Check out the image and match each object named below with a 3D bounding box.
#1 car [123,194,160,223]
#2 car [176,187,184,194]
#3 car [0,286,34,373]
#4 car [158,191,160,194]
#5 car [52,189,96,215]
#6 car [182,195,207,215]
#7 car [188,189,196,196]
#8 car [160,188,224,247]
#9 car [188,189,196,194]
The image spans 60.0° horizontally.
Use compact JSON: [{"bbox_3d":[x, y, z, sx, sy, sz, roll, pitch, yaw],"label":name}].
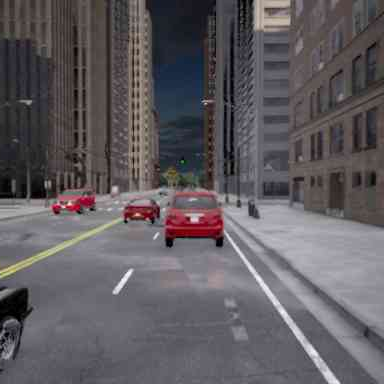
[{"bbox_3d":[-3.159,1.119,21.717,1.882,1.535,5.008,0,1,0],"label":"car"},{"bbox_3d":[-3.290,-0.494,93.484,2.150,2.045,5.566,0,1,0],"label":"car"},{"bbox_3d":[-3.150,1.558,2.543,1.895,1.301,4.718,0,1,0],"label":"car"},{"bbox_3d":[-6.531,0.279,74.944,2.033,1.411,5.357,0,1,0],"label":"car"},{"bbox_3d":[-9.776,0.761,28.115,2.150,2.045,5.566,0,1,0],"label":"car"},{"bbox_3d":[0.287,1.050,28.665,1.812,1.442,4.674,0,1,5],"label":"car"},{"bbox_3d":[-0.035,0.095,83.042,1.837,1.490,4.892,0,1,0],"label":"car"},{"bbox_3d":[0.092,0.990,13.879,2.150,2.045,5.566,0,1,0],"label":"car"},{"bbox_3d":[-0.040,-0.179,93.460,2.033,1.411,5.357,0,1,0],"label":"car"}]
